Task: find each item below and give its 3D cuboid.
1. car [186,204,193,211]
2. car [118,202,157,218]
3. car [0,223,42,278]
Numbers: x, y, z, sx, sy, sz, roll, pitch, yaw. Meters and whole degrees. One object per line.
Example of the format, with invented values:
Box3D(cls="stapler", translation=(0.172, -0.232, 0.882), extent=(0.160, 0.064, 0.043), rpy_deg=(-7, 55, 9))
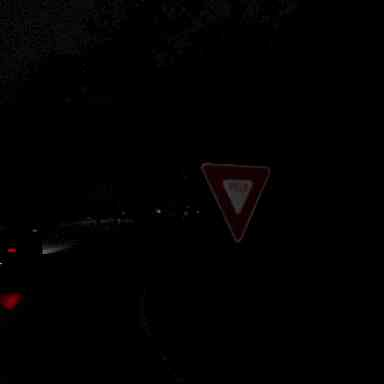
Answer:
Box3D(cls="car", translation=(0.588, 1.767, 45.752), extent=(1.837, 1.490, 4.892), rpy_deg=(0, 0, 27))
Box3D(cls="car", translation=(-5.401, 1.743, 33.587), extent=(2.128, 1.511, 4.902), rpy_deg=(0, 0, 27))
Box3D(cls="car", translation=(-5.815, 1.640, 10.126), extent=(1.994, 1.385, 4.181), rpy_deg=(0, 0, -19))
